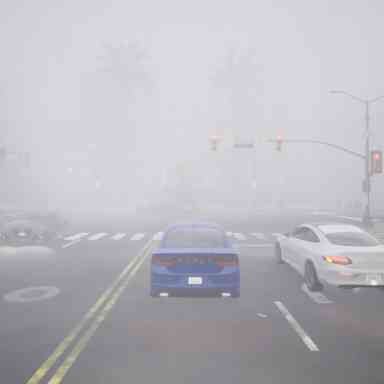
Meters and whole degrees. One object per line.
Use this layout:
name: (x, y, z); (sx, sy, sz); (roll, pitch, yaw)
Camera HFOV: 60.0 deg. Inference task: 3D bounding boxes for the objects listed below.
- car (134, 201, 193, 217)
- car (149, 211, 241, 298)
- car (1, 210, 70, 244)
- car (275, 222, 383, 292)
car: (-2.512, 1.546, 30.389); (5.357, 1.411, 2.033); (0, 0, 0)
car: (0.071, 1.478, 8.589); (1.882, 1.535, 5.008); (0, 0, 0)
car: (-7.231, 1.564, 15.768); (1.994, 1.385, 4.181); (0, 0, -6)
car: (3.572, 1.526, 8.837); (1.812, 1.442, 4.674); (0, 0, 0)
